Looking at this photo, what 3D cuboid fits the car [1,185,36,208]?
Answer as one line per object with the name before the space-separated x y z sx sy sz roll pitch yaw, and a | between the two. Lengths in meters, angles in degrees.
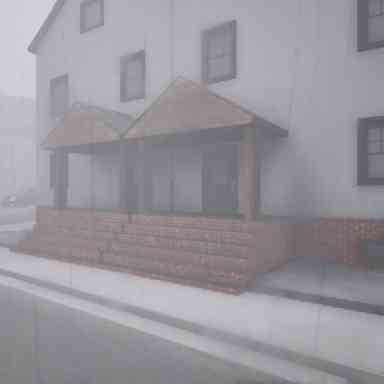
car | -14.300 0.268 29.302 2.097 1.767 4.553 0 9 35
